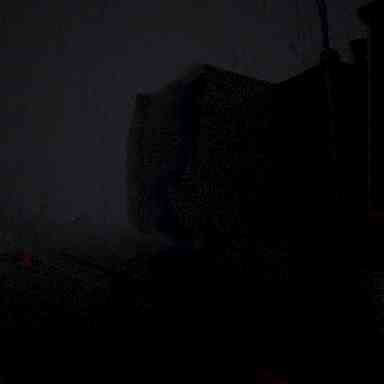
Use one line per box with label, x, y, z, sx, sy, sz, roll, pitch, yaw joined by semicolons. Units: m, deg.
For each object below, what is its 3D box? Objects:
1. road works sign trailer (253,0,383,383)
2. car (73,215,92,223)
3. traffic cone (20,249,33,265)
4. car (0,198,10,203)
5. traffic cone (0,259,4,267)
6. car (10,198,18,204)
road works sign trailer;1.720;0.660;2.643;2.380;3.560;2.880;4;-4;-44
car;-20.652;5.004;62.673;1.882;1.535;5.008;-3;-4;7
traffic cone;-6.406;2.490;12.889;0.340;0.580;0.340;3;-4;-44
car;-45.196;2.133;77.199;2.185;1.767;4.553;-2;-6;-3
traffic cone;-7.116;2.452;12.193;0.340;0.580;0.340;-2;-4;44
car;-45.546;2.609;82.780;2.435;2.045;5.566;-1;-6;-4
